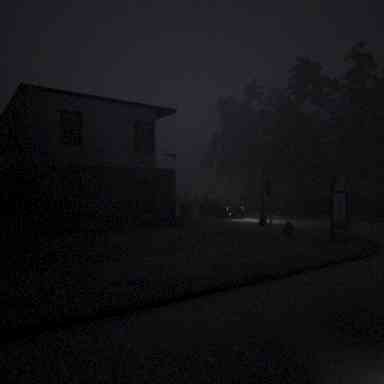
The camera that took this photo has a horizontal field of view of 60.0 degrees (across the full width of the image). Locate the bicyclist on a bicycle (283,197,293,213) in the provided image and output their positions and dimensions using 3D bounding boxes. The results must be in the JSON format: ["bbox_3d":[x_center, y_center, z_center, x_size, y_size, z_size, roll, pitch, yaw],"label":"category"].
[{"bbox_3d":[9.710,1.333,33.566,1.656,1.620,0.582,0,0,-36],"label":"bicyclist on a bicycle"}]

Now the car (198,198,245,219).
[{"bbox_3d":[2.527,1.341,29.172,2.097,1.767,4.553,0,0,-36],"label":"car"}]
